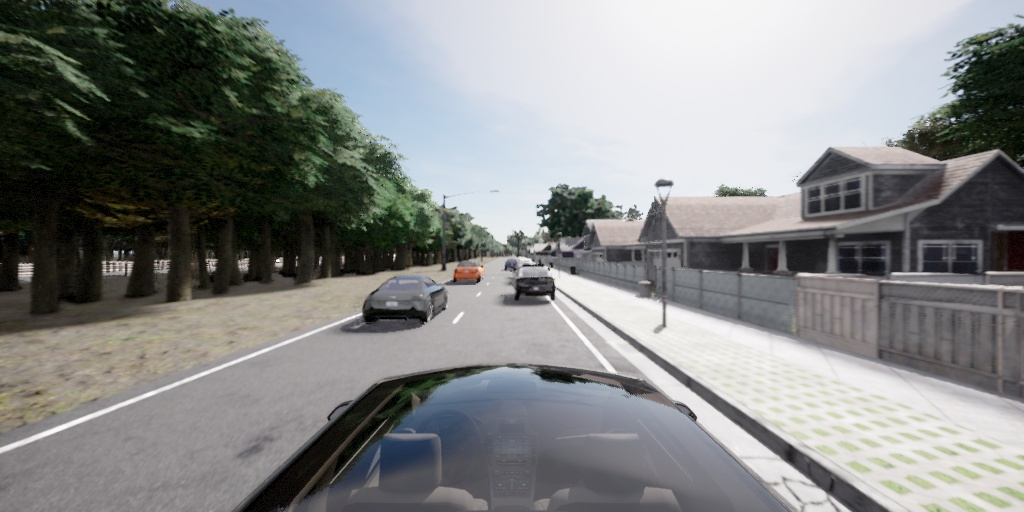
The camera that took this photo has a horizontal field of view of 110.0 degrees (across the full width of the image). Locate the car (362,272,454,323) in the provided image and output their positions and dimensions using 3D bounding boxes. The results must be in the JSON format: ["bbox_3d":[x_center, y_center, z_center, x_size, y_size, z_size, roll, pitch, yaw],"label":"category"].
[{"bbox_3d":[-3.404,1.337,12.186,1.994,1.385,4.181,0,0,0],"label":"car"}]

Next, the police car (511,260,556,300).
[{"bbox_3d":[1.046,1.211,18.136,1.930,1.638,5.238,0,0,0],"label":"police car"}]

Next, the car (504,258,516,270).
[{"bbox_3d":[-0.002,1.101,52.004,2.097,1.767,4.553,0,0,0],"label":"car"}]

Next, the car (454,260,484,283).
[{"bbox_3d":[-3.406,1.149,28.909,2.097,1.767,4.553,0,0,0],"label":"car"}]

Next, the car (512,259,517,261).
[{"bbox_3d":[1.044,1.252,28.214,1.801,1.575,5.366,0,0,0],"label":"car"}]
